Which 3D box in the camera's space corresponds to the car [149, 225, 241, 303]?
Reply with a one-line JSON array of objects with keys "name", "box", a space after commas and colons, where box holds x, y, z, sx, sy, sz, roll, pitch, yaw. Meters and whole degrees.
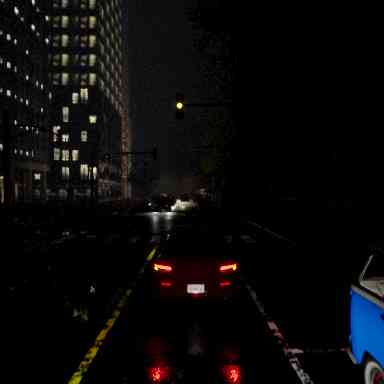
[{"name": "car", "box": [0.051, 1.524, 8.106, 1.812, 1.442, 4.674, 0, 0, 0]}]

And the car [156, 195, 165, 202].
[{"name": "car", "box": [-7.303, 1.488, 78.594, 1.887, 1.381, 4.507, 0, 0, -2]}]

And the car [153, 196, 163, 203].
[{"name": "car", "box": [-6.849, 1.501, 67.507, 1.887, 1.381, 4.507, 0, 0, -2]}]

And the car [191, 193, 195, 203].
[{"name": "car", "box": [1.162, 1.481, 68.053, 1.752, 1.417, 4.829, 0, 0, -2]}]

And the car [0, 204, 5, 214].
[{"name": "car", "box": [-18.230, 1.373, 28.530, 4.206, 1.307, 1.802, 1, 0, 3]}]

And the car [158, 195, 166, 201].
[{"name": "car", "box": [-7.557, 1.519, 84.138, 1.802, 1.307, 4.206, 0, 0, -3]}]

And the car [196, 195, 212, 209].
[{"name": "car", "box": [1.883, 1.502, 45.887, 1.752, 1.417, 4.829, 0, 0, -2]}]

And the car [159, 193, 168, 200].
[{"name": "car", "box": [-8.107, 1.236, 95.219, 2.192, 1.841, 5.009, 0, 0, -3]}]

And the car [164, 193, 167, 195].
[{"name": "car", "box": [-4.060, 1.311, 64.134, 2.097, 1.767, 4.553, 0, 0, -1]}]

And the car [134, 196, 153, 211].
[{"name": "car", "box": [-5.846, 1.532, 39.794, 2.008, 1.369, 4.403, 0, 0, -1]}]

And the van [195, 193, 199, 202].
[{"name": "van", "box": [1.731, 1.313, 51.259, 1.690, 1.788, 3.998, 0, 0, -2]}]

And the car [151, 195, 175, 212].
[{"name": "car", "box": [-3.360, 1.487, 39.060, 1.837, 1.490, 4.892, 0, 0, -1]}]

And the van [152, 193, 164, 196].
[{"name": "van", "box": [-6.646, 1.304, 61.965, 1.690, 1.788, 3.998, 0, 0, -2]}]

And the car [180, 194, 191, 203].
[{"name": "car", "box": [-1.505, 1.540, 70.641, 1.895, 1.301, 4.718, 0, 0, -2]}]

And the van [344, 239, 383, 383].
[{"name": "van", "box": [2.557, 1.341, 2.171, 1.690, 1.788, 3.998, 0, 0, 0]}]

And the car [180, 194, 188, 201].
[{"name": "car", "box": [-1.927, 1.251, 80.616, 1.882, 1.535, 5.008, 0, 0, -3]}]

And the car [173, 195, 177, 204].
[{"name": "car", "box": [-3.656, 1.537, 50.340, 1.994, 1.385, 4.181, 0, 0, -2]}]
